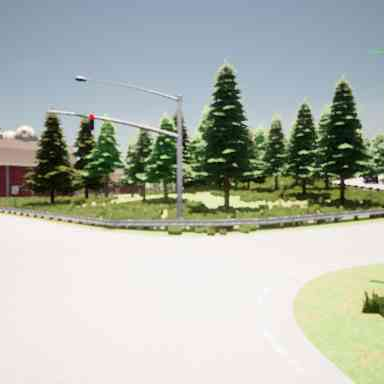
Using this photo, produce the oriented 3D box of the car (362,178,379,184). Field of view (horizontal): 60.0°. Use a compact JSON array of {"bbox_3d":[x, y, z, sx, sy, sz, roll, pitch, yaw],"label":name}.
[{"bbox_3d":[28.123,-2.103,52.462,1.837,1.490,4.892,0,5,20],"label":"car"}]
